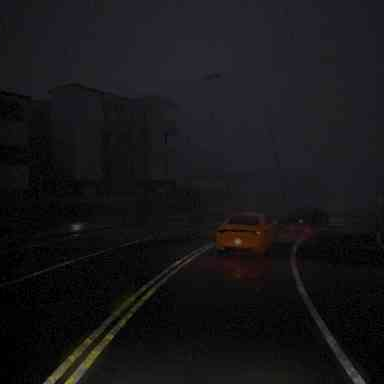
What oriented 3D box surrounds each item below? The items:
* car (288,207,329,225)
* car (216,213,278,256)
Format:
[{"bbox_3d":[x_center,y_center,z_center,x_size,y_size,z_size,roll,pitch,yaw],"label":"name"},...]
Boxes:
[{"bbox_3d":[9.369,1.861,26.352,1.895,1.301,4.718,1,0,37],"label":"car"},{"bbox_3d":[2.393,1.582,13.724,1.882,1.535,5.008,0,-1,19],"label":"car"}]
